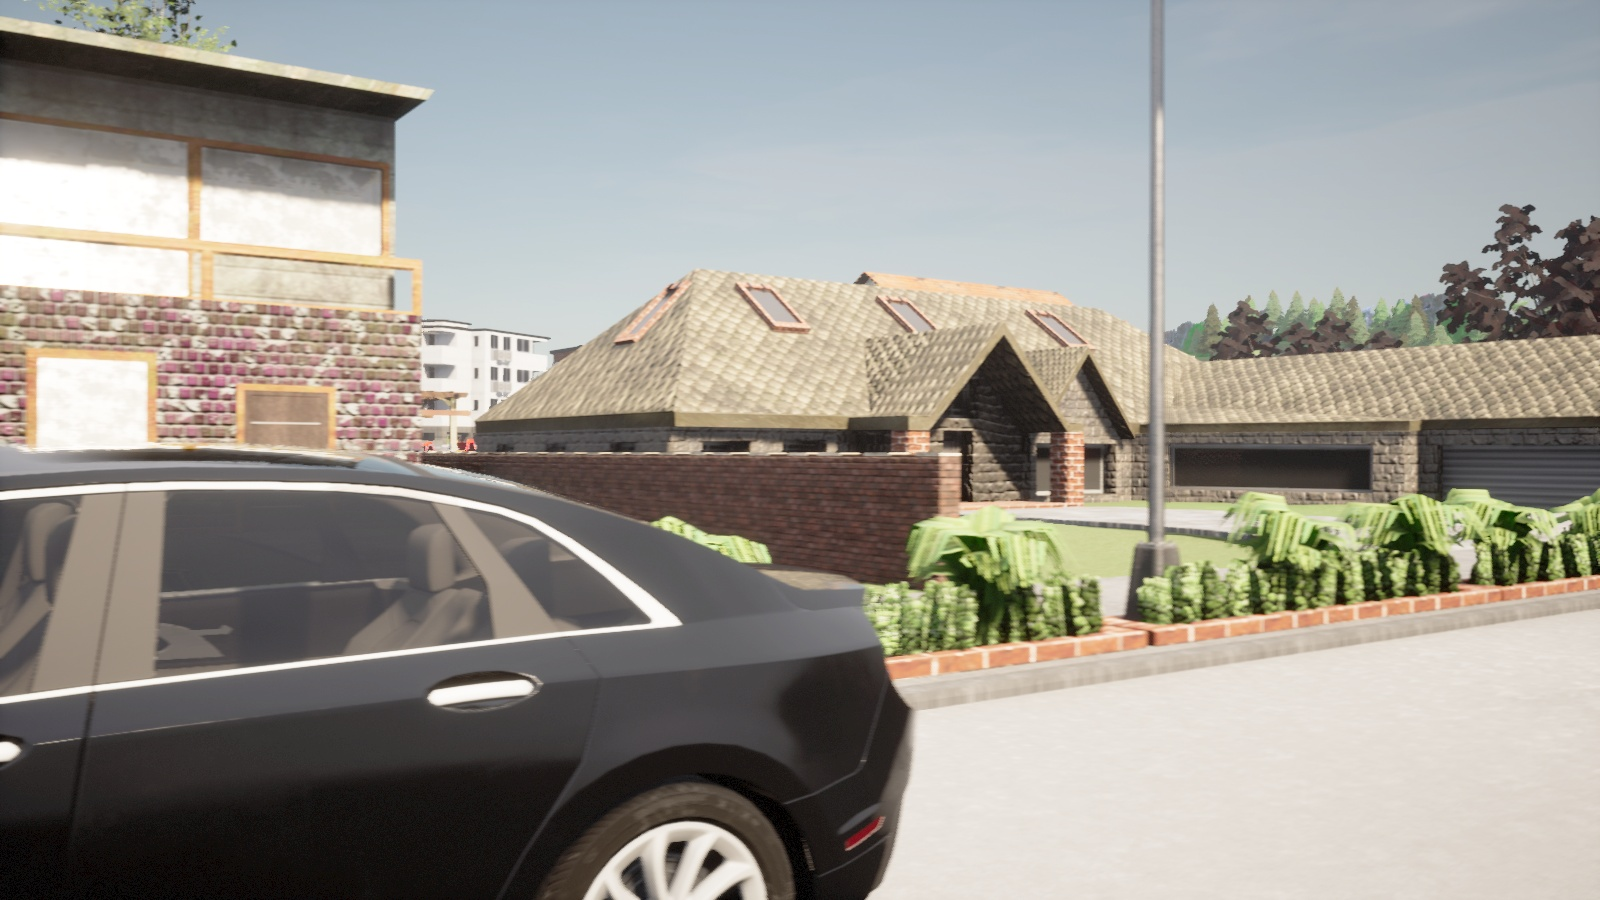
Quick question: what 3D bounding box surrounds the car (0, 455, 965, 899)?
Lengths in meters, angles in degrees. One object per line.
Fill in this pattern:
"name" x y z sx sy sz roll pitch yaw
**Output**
"car" -2.077 0.761 2.822 4.892 1.490 1.837 0 0 -35
